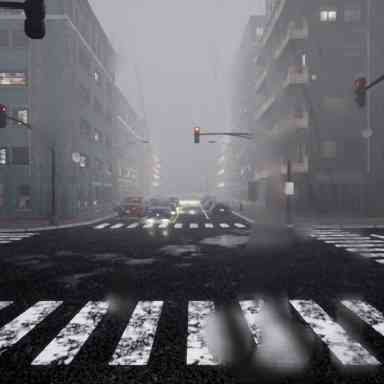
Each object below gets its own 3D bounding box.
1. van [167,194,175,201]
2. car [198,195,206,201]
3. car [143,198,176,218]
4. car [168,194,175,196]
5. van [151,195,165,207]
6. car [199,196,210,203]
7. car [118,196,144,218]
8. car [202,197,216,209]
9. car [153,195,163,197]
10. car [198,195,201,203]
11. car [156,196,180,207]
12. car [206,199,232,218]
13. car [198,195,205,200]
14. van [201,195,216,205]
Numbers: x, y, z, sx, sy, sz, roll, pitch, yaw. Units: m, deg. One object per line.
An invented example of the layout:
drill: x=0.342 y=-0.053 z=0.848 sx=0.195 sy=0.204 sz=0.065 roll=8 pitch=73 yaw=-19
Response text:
van: x=-5.345 y=1.300 z=85.695 sx=1.690 sy=1.788 sz=3.998 roll=0 pitch=0 yaw=0
car: x=2.534 y=1.504 z=85.699 sx=1.887 sy=1.381 sz=4.507 roll=0 pitch=0 yaw=0
car: x=-2.861 y=1.543 z=30.496 sx=2.033 sy=1.411 sz=5.357 roll=0 pitch=0 yaw=0
car: x=-2.858 y=1.511 z=50.860 sx=1.812 sy=1.442 sz=4.674 roll=0 pitch=0 yaw=0
van: x=-5.333 y=1.325 z=52.383 sx=1.690 sy=1.788 sz=3.998 roll=0 pitch=0 yaw=0
car: x=2.541 y=1.525 z=69.043 sx=2.008 sy=1.369 sz=4.403 roll=0 pitch=0 yaw=0
car: x=-5.324 y=1.311 z=30.175 sx=2.192 sy=1.841 sz=5.009 roll=0 pitch=0 yaw=0
car: x=2.552 y=1.573 z=41.283 sx=1.802 sy=1.307 sz=4.206 roll=0 pitch=0 yaw=0
car: x=-5.331 y=1.532 z=46.831 sx=1.887 sy=1.381 sz=4.507 roll=0 pitch=0 yaw=0
car: x=2.545 y=1.421 z=57.938 sx=1.967 sy=1.590 sz=4.097 roll=0 pitch=0 yaw=0
car: x=-2.862 y=1.538 z=40.598 sx=2.033 sy=1.411 sz=5.357 roll=0 pitch=0 yaw=0
car: x=2.556 y=1.562 z=30.179 sx=1.947 sy=1.339 sz=4.313 roll=0 pitch=0 yaw=0
car: x=2.532 y=1.498 z=91.251 sx=1.887 sy=1.381 sz=4.507 roll=0 pitch=0 yaw=0
van: x=2.550 y=1.329 z=46.835 sx=1.690 sy=1.788 sz=3.998 roll=0 pitch=0 yaw=0
